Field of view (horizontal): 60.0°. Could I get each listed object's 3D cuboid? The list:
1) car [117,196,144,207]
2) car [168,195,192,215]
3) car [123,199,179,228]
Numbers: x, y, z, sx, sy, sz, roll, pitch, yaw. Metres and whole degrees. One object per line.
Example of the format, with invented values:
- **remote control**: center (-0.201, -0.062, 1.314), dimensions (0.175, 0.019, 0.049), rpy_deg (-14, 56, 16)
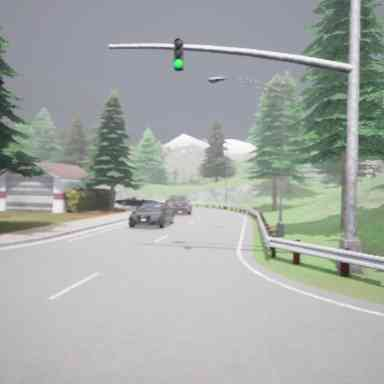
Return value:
- **car**: center (-6.274, 1.134, 38.675), dimensions (4.718, 1.301, 1.895), rpy_deg (1, 1, 25)
- **car**: center (-1.287, 1.046, 29.828), dimensions (2.097, 1.767, 4.553), rpy_deg (1, 1, -8)
- **car**: center (-2.332, 1.329, 20.059), dimensions (1.994, 1.385, 4.181), rpy_deg (1, 1, 9)
